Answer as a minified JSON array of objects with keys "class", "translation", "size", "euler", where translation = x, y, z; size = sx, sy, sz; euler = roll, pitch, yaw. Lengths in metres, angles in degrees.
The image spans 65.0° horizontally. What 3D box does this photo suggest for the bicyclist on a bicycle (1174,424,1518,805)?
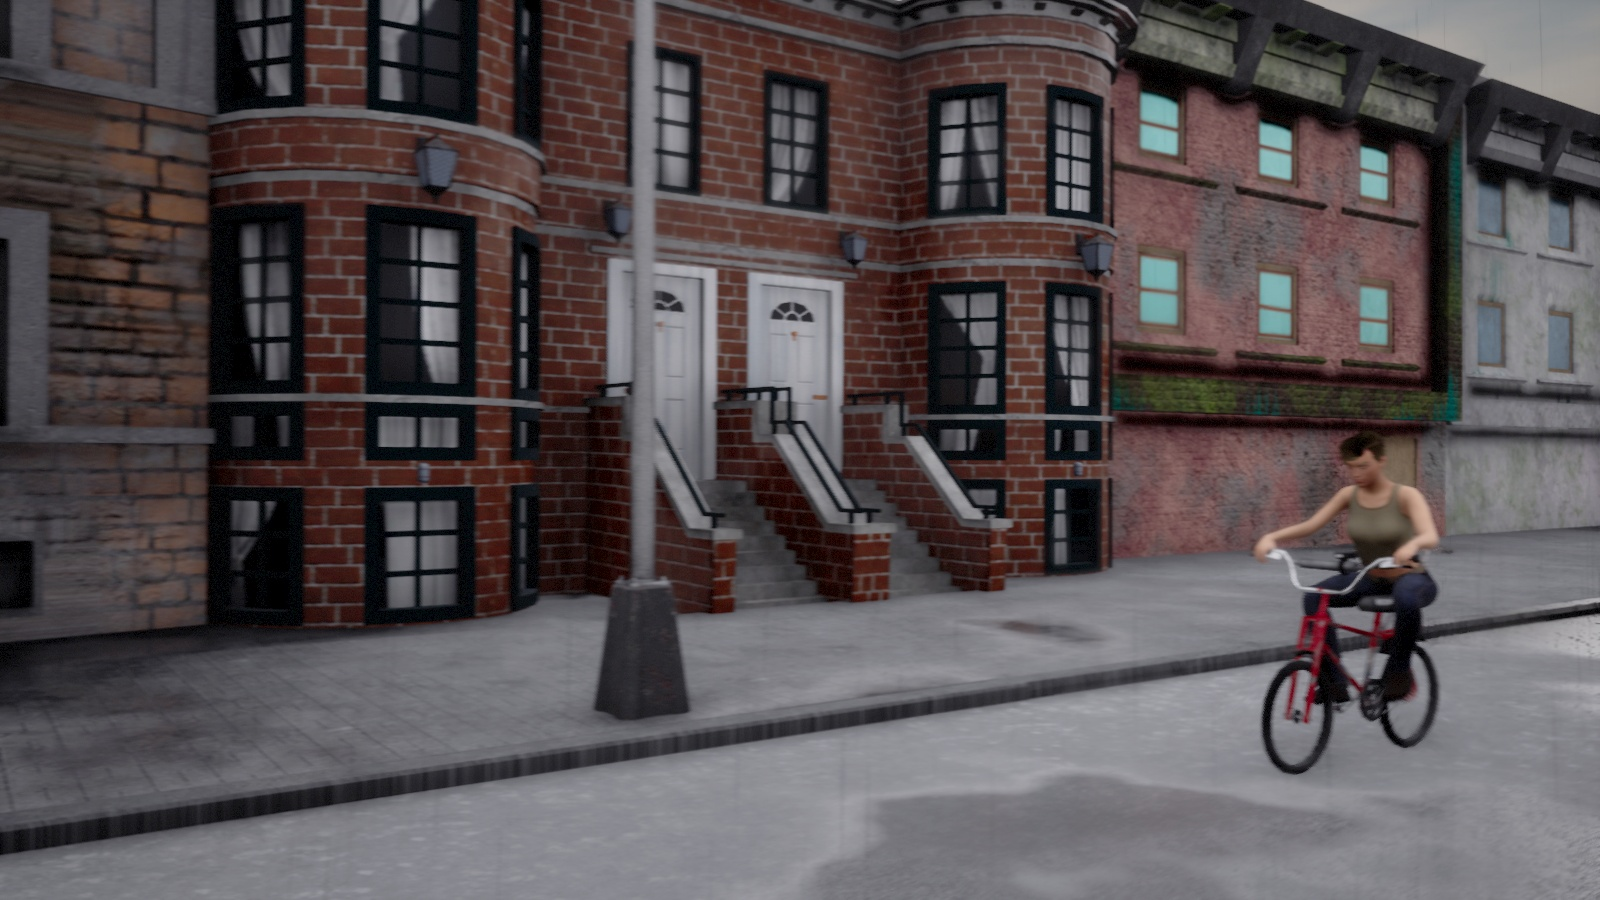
[{"class":"bicyclist on a bicycle","translation":[2.666,0.700,6.107],"size":[1.509,1.612,0.866],"euler":[0,0,-35]}]
